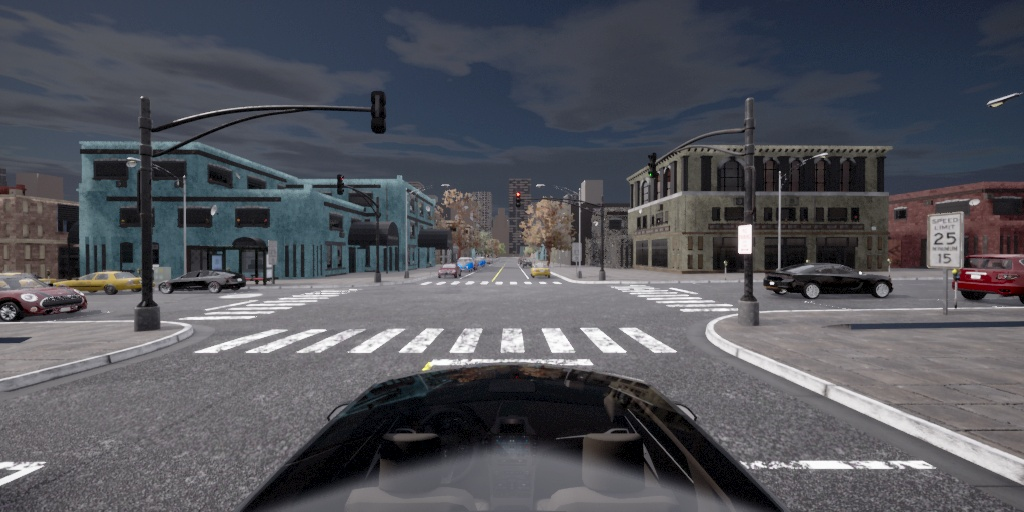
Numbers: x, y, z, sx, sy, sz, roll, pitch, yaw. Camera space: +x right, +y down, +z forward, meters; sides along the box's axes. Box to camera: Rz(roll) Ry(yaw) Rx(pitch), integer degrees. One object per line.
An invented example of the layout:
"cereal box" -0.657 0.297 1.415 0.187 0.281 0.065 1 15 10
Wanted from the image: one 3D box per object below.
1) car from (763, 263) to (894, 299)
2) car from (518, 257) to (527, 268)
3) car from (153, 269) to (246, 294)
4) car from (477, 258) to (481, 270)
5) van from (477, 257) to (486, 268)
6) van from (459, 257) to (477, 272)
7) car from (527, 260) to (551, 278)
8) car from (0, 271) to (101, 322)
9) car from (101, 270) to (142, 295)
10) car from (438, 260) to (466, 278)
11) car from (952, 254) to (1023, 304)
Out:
"car" 14.179 1.050 16.187 5.008 1.535 1.882 -1 1 -1
"car" 2.582 1.288 61.201 2.007 1.370 4.403 0 0 0
"car" -18.225 1.474 21.244 4.313 1.339 1.948 0 0 -1
"car" -5.778 1.285 50.093 1.888 1.381 4.507 0 0 0
"van" -5.799 1.078 61.185 1.690 1.789 3.998 0 0 0
"van" -5.767 1.082 44.546 1.690 1.789 3.998 0 0 0
"car" 2.634 1.269 33.639 1.751 1.417 4.829 0 0 0
"car" -18.090 1.423 12.897 4.097 1.591 1.967 0 0 -1
"car" -24.048 1.501 21.128 4.829 1.417 1.751 0 0 -1
"car" -5.746 1.326 33.454 1.802 1.307 4.207 0 0 0
"car" 19.926 0.842 13.616 5.009 1.841 2.192 0 0 -1
